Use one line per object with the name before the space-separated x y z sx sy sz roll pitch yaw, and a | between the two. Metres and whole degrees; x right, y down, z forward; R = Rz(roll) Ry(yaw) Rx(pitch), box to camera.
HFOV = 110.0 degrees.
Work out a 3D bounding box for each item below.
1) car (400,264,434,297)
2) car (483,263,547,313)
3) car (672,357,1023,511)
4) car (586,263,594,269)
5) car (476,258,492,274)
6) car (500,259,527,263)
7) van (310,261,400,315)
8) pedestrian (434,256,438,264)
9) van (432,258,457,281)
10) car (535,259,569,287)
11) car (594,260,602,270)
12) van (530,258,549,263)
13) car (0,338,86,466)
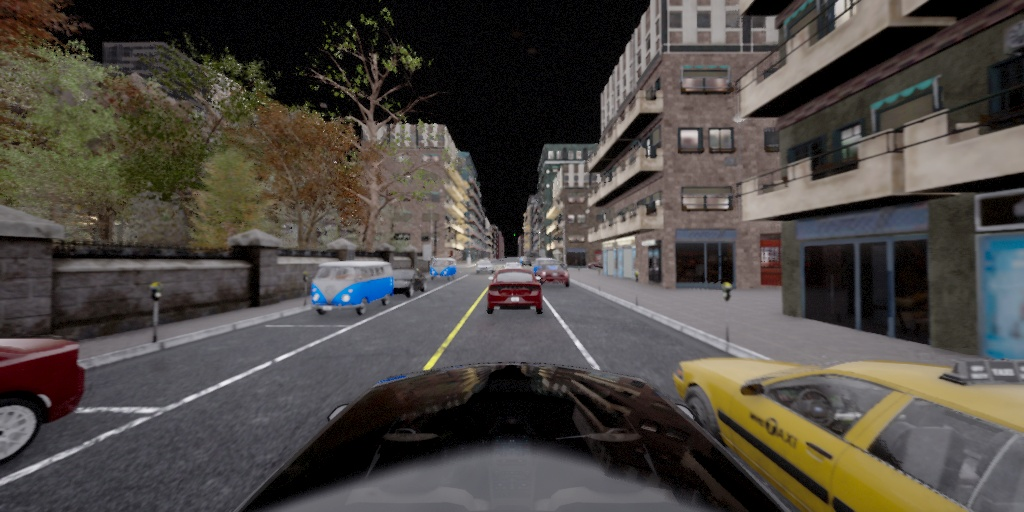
car | -5.672 1.300 18.682 1.948 1.339 4.313 0 0 0
car | 0.100 1.216 13.875 1.882 1.535 5.008 0 0 0
car | 2.691 1.275 2.281 1.751 1.417 4.829 0 0 0
car | 13.638 1.300 55.840 4.097 1.591 1.967 0 0 1
car | -3.005 1.240 40.558 1.812 1.442 4.674 0 0 0
car | 0.101 1.249 30.432 1.812 1.442 4.674 0 0 0
van | -5.698 1.080 13.158 1.690 1.789 3.998 0 0 0
pedestrian | -12.538 0.904 59.115 0.375 1.860 0.375 0 -1 1
van | -5.656 1.065 29.729 1.690 1.789 3.998 0 0 0
car | 2.661 1.169 24.204 1.967 1.591 4.097 0 0 0
car | 13.535 1.285 47.462 4.313 1.339 1.948 0 0 1
van | 2.659 1.065 29.727 1.690 1.789 3.998 0 0 0
car | -5.690 1.295 2.111 1.888 1.381 4.507 0 0 0
